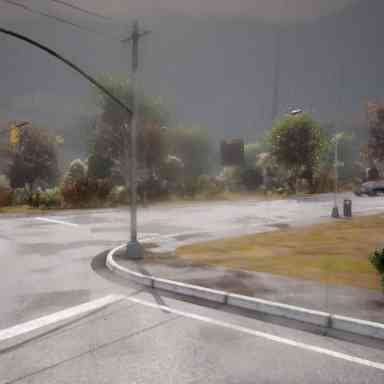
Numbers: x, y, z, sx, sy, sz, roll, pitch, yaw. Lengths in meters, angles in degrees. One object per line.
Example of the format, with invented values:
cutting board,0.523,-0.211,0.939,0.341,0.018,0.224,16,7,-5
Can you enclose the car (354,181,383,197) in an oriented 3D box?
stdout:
car,24.148,-0.453,44.366,5.566,2.045,2.150,-3,2,-26
